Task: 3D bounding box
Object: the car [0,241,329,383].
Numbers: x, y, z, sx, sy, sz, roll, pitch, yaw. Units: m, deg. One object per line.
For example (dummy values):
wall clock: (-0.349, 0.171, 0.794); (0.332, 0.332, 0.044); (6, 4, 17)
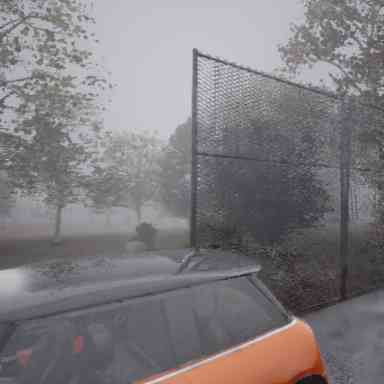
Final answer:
car: (-1.094, 1.347, 2.320); (4.553, 1.767, 2.097); (0, 0, -36)
